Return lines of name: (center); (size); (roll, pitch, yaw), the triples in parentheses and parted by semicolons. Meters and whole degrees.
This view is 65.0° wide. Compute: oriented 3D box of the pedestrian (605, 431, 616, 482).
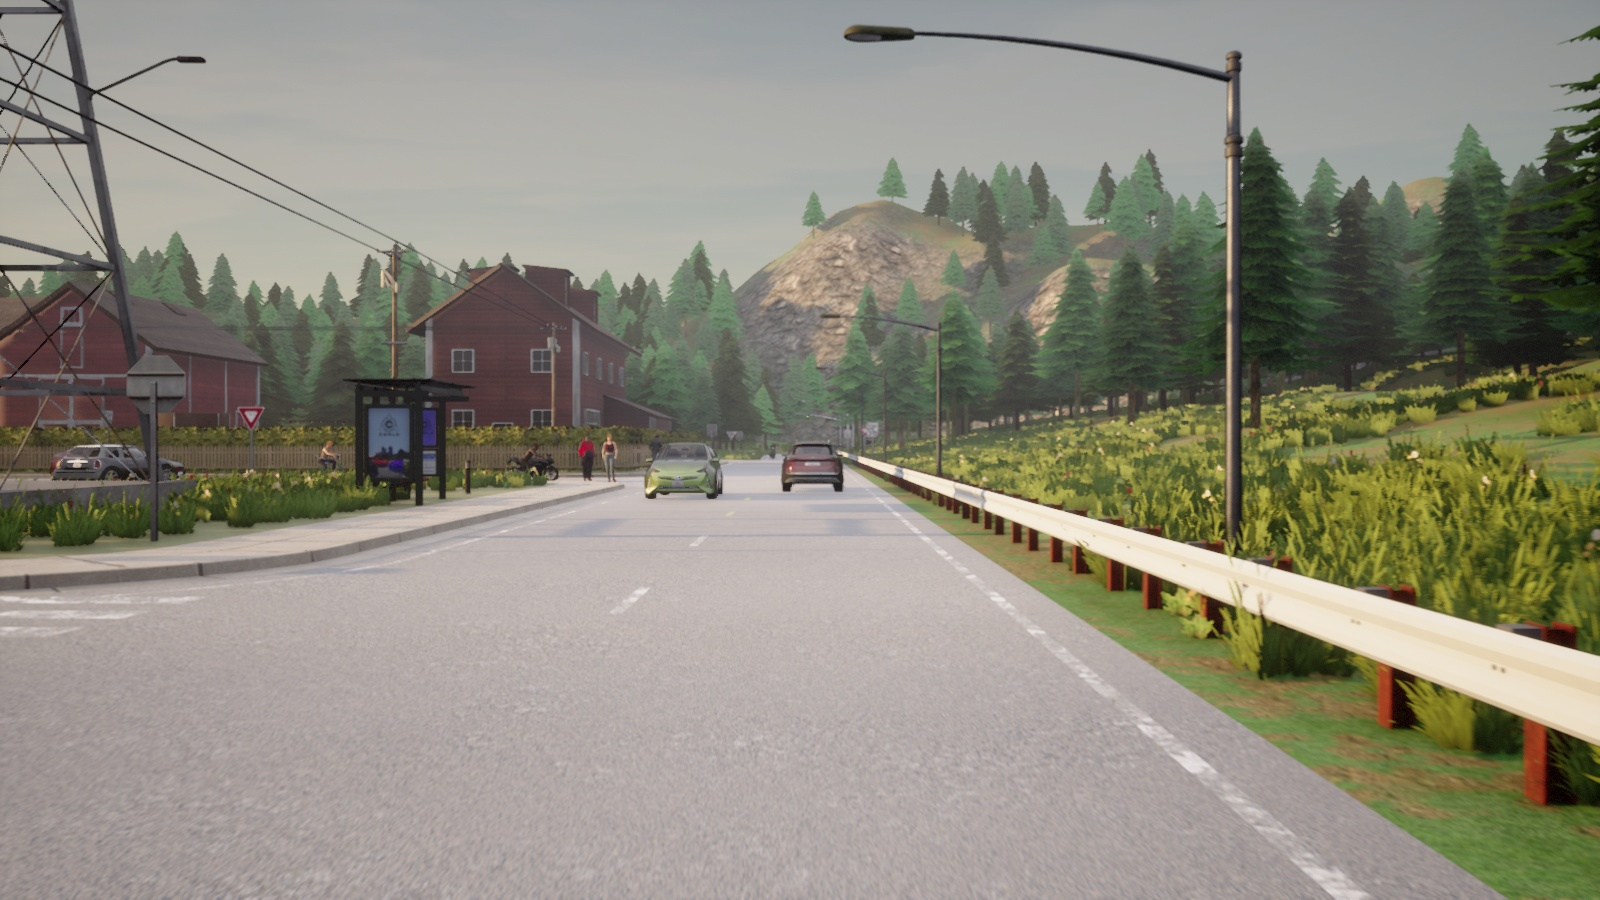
pedestrian: (-6.845, 0.236, 45.316); (0.345, 1.836, 0.594); (0, 0, -2)

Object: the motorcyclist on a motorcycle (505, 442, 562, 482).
motorcyclist on a motorcycle: (-10.277, 0.454, 48.467); (2.044, 1.523, 0.797); (0, 0, 1)

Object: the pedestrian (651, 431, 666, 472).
pedestrian: (-6.654, 0.070, 58.986); (0.563, 1.883, 0.849); (0, 0, 5)

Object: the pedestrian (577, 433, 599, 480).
pedestrian: (-8.346, 0.253, 49.465); (0.634, 1.844, 0.899); (0, 0, -27)

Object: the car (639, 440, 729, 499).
car: (-3.126, 0.499, 34.659); (2.007, 1.525, 4.514); (0, 0, 1)

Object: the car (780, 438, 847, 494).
car: (0.431, 0.454, 40.252); (2.033, 1.649, 4.856); (0, 1, 1)

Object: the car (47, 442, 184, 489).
car: (-22.362, 0.474, 41.179); (1.970, 1.475, 3.806); (0, 0, 11)

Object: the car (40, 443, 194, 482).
car: (-26.327, 0.467, 48.511); (4.792, 1.488, 2.163); (0, 0, 0)
